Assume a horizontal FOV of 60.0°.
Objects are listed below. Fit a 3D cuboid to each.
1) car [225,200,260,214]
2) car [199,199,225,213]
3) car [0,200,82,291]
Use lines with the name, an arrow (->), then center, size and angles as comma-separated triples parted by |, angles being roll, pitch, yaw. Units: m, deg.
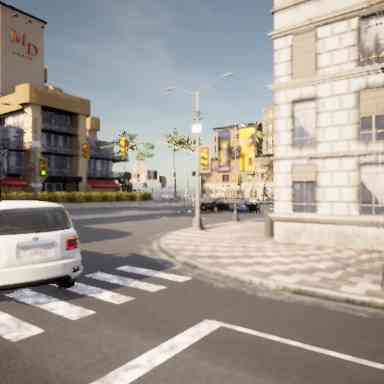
car -> 5.763, 1.571, 35.895 | 1.994, 1.385, 4.181 | 0, 0, 36
car -> 2.635, 1.486, 37.573 | 1.882, 1.535, 5.008 | 0, 0, 35
car -> -4.669, 1.227, 8.465 | 2.150, 2.045, 5.566 | -1, 1, -39
